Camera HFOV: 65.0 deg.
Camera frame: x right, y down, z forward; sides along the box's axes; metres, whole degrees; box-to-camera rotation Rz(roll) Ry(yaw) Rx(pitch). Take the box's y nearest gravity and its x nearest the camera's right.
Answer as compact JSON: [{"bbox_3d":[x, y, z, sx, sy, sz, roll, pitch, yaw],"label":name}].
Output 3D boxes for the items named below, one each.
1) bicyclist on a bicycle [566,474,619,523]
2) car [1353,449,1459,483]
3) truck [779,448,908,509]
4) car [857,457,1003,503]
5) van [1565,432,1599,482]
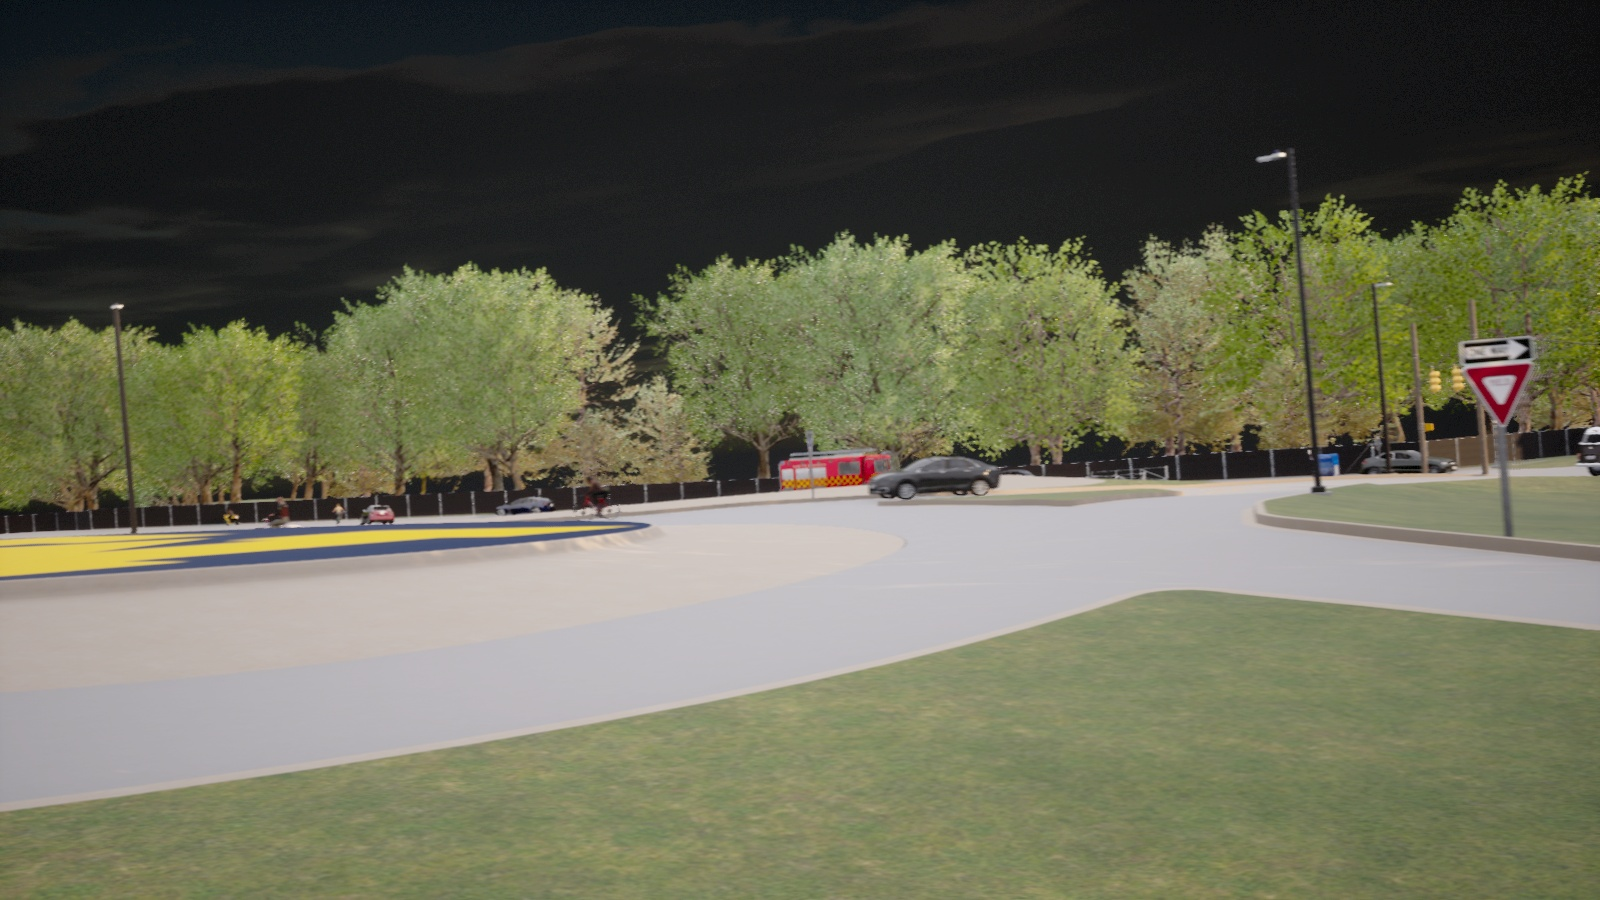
[{"bbox_3d":[-7.440,1.728,44.996,1.656,1.620,0.582,-5,0,6],"label":"bicyclist on a bicycle"},{"bbox_3d":[35.061,0.961,72.751,5.027,1.651,2.152,-3,1,44],"label":"car"},{"bbox_3d":[3.107,2.008,89.253,8.468,3.827,2.891,-3,0,16],"label":"truck"},{"bbox_3d":[4.705,1.062,45.509,4.892,1.490,1.837,-1,-1,-18],"label":"car"},{"bbox_3d":[34.508,0.348,51.995,4.480,2.038,2.069,1,-1,-7],"label":"van"}]
